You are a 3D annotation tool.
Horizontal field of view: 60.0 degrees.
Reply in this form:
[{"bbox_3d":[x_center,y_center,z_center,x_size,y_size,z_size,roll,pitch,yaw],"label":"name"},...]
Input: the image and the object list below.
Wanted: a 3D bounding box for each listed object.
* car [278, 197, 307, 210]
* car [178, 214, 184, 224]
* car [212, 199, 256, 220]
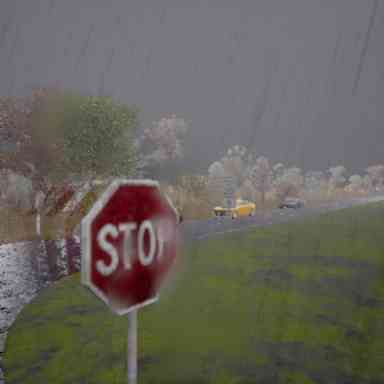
[{"bbox_3d":[11.949,1.320,39.319,2.033,1.411,5.357,0,0,36],"label":"car"},{"bbox_3d":[-2.616,1.596,19.418,1.895,1.301,4.718,0,0,36],"label":"car"},{"bbox_3d":[3.571,1.381,27.885,1.882,1.535,5.008,0,0,36],"label":"car"}]
